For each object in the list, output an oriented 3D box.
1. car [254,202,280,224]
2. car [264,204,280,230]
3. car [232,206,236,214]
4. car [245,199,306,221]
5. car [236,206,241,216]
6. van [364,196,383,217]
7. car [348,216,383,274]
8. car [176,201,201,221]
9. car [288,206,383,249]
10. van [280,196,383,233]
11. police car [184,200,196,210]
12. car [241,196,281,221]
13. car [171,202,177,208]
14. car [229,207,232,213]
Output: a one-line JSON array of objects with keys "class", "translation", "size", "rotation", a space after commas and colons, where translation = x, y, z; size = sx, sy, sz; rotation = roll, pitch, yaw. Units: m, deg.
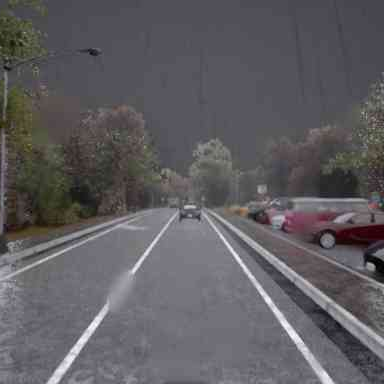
[{"class": "car", "translation": [6.983, 1.605, 22.463], "size": [4.792, 1.488, 2.163], "rotation": [0, 0, 0]}, {"class": "car", "translation": [6.970, 1.598, 19.687], "size": [4.674, 1.452, 2.002], "rotation": [0, 0, 0]}, {"class": "car", "translation": [6.903, 1.675, 33.559], "size": [4.892, 1.521, 2.231], "rotation": [0, -1, 0]}, {"class": "car", "translation": [6.957, 1.489, 28.012], "size": [4.553, 1.767, 2.185], "rotation": [0, 0, 0]}, {"class": "car", "translation": [6.918, 1.640, 30.787], "size": [5.008, 1.535, 2.097], "rotation": [0, -1, 0]}, {"class": "van", "translation": [20.095, 1.446, 33.526], "size": [4.442, 1.987, 1.878], "rotation": [0, -1, 0]}, {"class": "car", "translation": [6.994, 1.515, 8.584], "size": [4.792, 1.488, 2.163], "rotation": [0, 0, 0]}, {"class": "car", "translation": [-0.154, 1.726, 28.797], "size": [1.812, 1.442, 4.674], "rotation": [0, -1, 0]}, {"class": "car", "translation": [7.001, 1.521, 14.135], "size": [5.008, 1.535, 2.097], "rotation": [0, 0, 0]}, {"class": "van", "translation": [7.098, 1.314, 16.913], "size": [4.442, 1.987, 1.878], "rotation": [0, 0, 0]}, {"class": "police car", "translation": [-0.318, 2.289, 57.730], "size": [1.930, 1.638, 5.238], "rotation": [0, -3, 0]}, {"class": "car", "translation": [6.911, 1.342, 25.241], "size": [5.566, 2.045, 2.435], "rotation": [0, 0, 0]}, {"class": "car", "translation": [-3.668, 2.956, 74.817], "size": [2.033, 1.411, 5.357], "rotation": [0, -3, 0]}, {"class": "car", "translation": [6.698, 1.712, 36.327], "size": [5.366, 1.575, 1.946], "rotation": [0, -1, 0]}]
